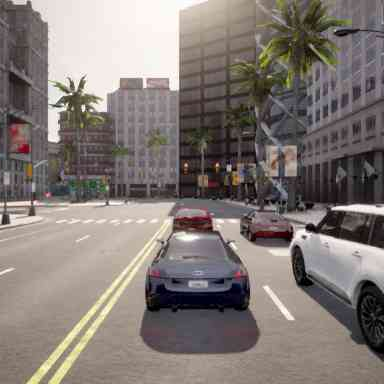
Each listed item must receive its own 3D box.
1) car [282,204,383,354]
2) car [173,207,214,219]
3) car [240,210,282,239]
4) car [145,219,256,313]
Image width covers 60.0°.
[{"bbox_3d":[3.599,1.222,6.241,2.150,2.045,5.566,0,0,0],"label":"car"},{"bbox_3d":[0.086,1.478,16.756,1.882,1.535,5.008,0,0,2],"label":"car"},{"bbox_3d":[3.593,1.564,16.635,1.994,1.385,4.181,0,0,0],"label":"car"},{"bbox_3d":[0.087,1.562,7.770,1.994,1.385,4.181,0,0,-1],"label":"car"}]
